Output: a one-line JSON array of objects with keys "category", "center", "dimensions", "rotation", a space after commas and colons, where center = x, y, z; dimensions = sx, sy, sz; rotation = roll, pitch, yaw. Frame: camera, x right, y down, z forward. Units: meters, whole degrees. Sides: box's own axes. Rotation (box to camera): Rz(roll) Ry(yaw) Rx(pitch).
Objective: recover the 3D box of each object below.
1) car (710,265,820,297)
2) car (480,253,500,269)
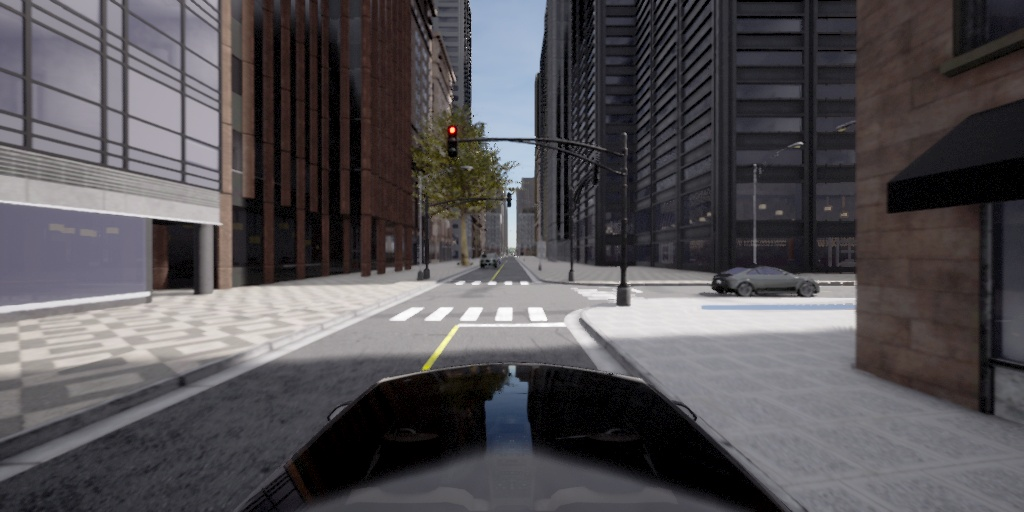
[{"category": "car", "center": [11.521, 1.133, 16.504], "dimensions": [4.181, 1.385, 1.994], "rotation": [0, 0, 0]}, {"category": "car", "center": [-3.094, 0.603, 48.477], "dimensions": [2.150, 2.045, 5.566], "rotation": [0, 0, 0]}]
